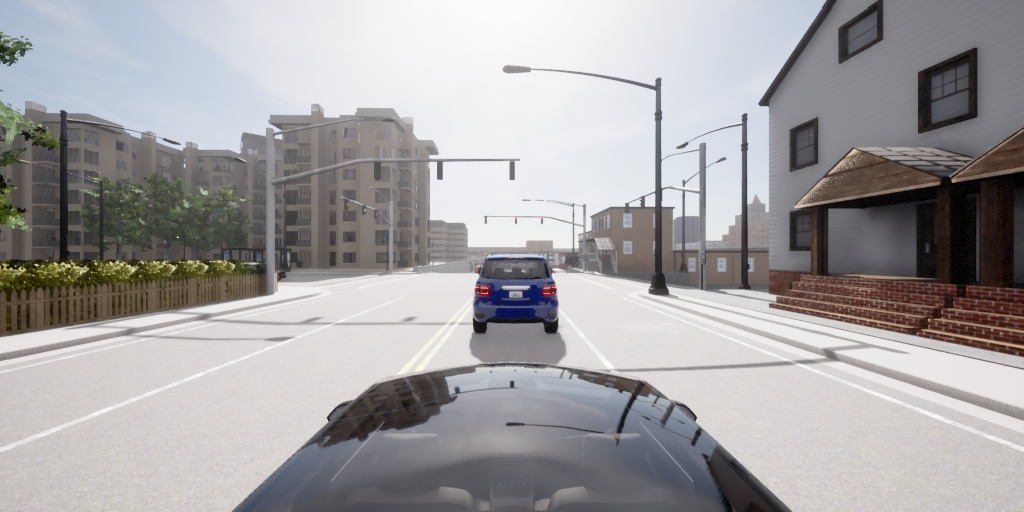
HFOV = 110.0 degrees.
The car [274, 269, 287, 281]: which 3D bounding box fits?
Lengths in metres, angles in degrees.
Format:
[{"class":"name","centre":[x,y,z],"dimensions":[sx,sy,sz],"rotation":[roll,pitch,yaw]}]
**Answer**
[{"class":"car","centre":[-20.347,1.255,28.067],"dimensions":[4.892,1.490,1.837],"rotation":[0,0,1]}]

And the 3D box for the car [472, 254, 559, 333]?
[{"class":"car","centre":[0.100,0.971,10.866],"dimensions":[2.150,2.045,5.566],"rotation":[0,0,0]}]

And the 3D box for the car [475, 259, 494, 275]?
[{"class":"car","centre":[-3.562,1.506,46.886],"dimensions":[2.097,1.767,4.553],"rotation":[1,-5,0]}]
